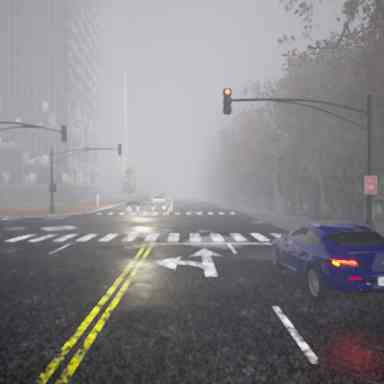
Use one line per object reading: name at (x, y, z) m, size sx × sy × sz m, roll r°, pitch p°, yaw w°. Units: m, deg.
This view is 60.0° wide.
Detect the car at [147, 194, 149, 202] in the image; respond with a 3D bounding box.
car at (-8.637, 1.093, 61.102) m, size 2.033 × 1.411 × 5.357 m, roll 0°, pitch 0°, yaw -3°

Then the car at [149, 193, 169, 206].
car at (-4.549, 1.180, 45.859) m, size 1.812 × 1.442 × 4.674 m, roll 0°, pitch 0°, yaw -3°

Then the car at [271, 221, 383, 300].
car at (3.306, 1.425, 8.101) m, size 1.812 × 1.442 × 4.674 m, roll -3°, pitch -1°, yaw -2°

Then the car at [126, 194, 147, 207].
car at (-7.776, 1.206, 45.290) m, size 2.033 × 1.411 × 5.357 m, roll 0°, pitch 0°, yaw -3°

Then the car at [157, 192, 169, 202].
car at (-5.448, 0.891, 62.083) m, size 2.097 × 1.767 × 4.553 m, roll 0°, pitch 0°, yaw -3°
